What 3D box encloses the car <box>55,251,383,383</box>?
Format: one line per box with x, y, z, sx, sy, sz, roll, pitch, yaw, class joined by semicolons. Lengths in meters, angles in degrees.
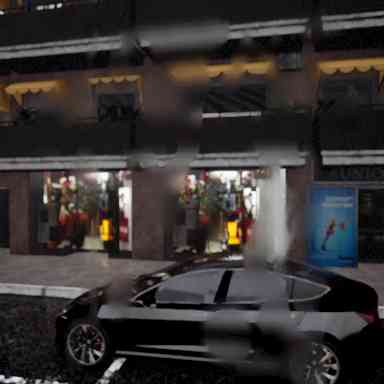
0.275;1.559;4.705;4.313;1.339;1.947;0;0;11;car
